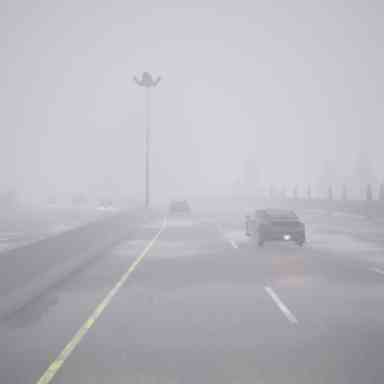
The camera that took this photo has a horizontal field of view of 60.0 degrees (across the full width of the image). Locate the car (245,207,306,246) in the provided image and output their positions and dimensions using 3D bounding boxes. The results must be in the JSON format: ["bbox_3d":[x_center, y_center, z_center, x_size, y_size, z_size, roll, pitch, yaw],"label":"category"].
[{"bbox_3d":[3.597,1.457,15.035,1.837,1.490,4.892,0,0,0],"label":"car"}]

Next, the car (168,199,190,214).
[{"bbox_3d":[-1.366,1.408,33.803,2.128,1.511,4.902,0,0,-9],"label":"car"}]

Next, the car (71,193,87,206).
[{"bbox_3d":[-18.287,1.164,53.842,2.150,2.045,5.566,0,0,-23],"label":"car"}]

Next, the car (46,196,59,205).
[{"bbox_3d":[-25.060,1.476,59.593,1.837,1.490,4.892,0,0,-28],"label":"car"}]

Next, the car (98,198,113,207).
[{"bbox_3d":[-13.027,1.529,50.057,1.895,1.301,4.718,0,0,-20],"label":"car"}]
